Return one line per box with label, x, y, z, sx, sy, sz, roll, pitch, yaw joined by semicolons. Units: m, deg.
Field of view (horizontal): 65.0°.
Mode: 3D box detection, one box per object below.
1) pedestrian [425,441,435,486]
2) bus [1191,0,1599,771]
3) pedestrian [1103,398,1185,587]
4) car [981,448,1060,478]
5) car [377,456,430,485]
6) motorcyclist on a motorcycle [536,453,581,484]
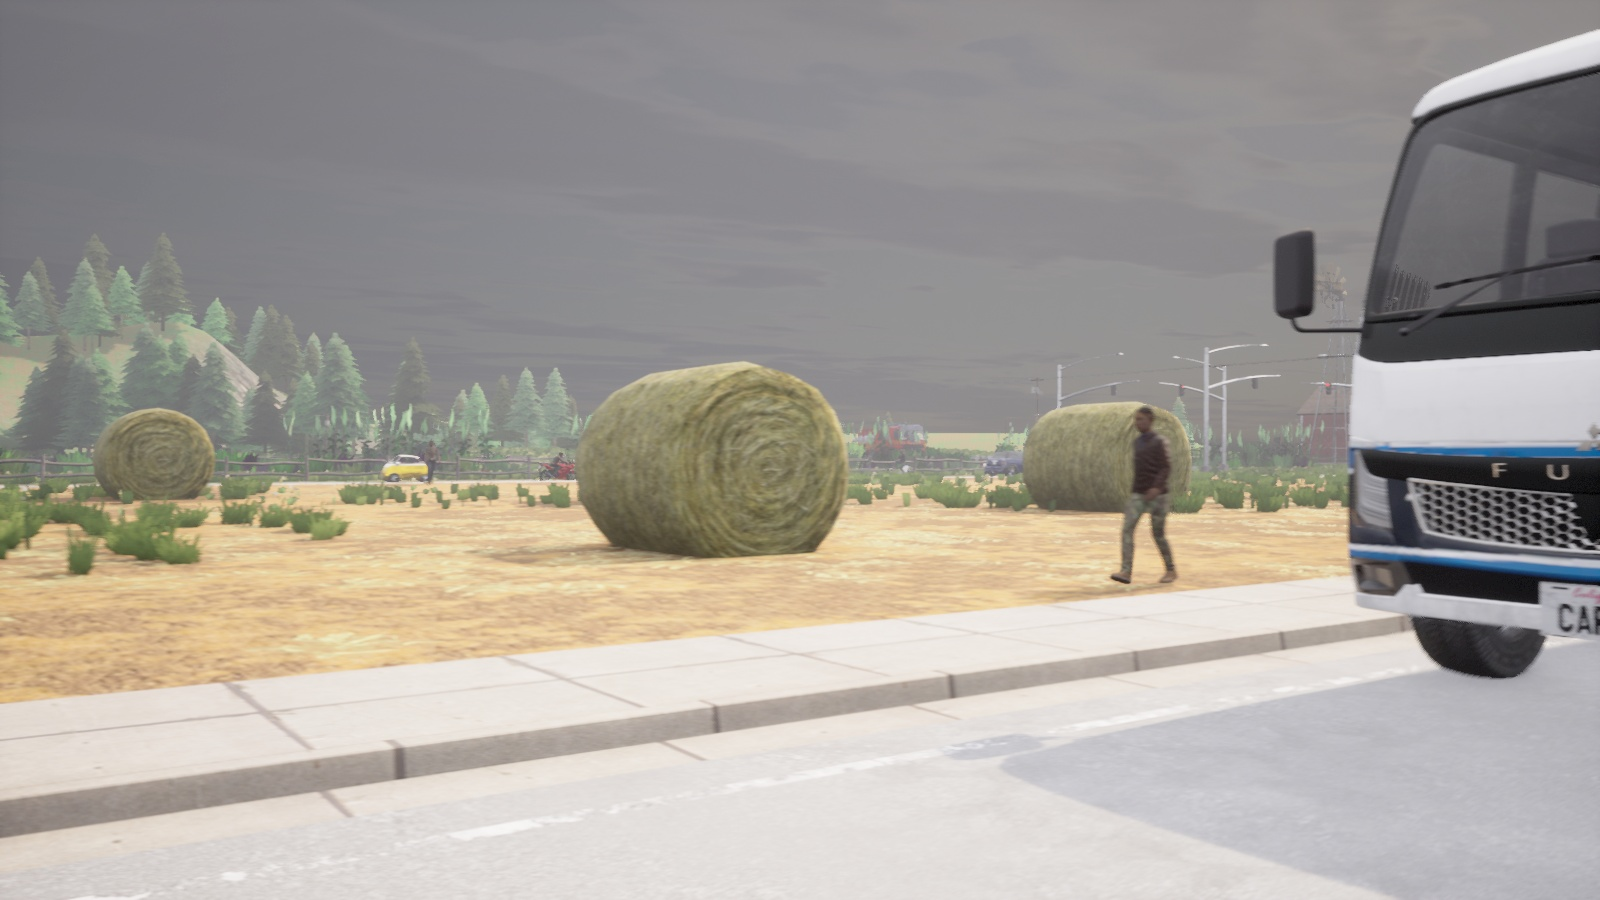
pedestrian;-14.945;0.558;50.732;0.328;1.805;0.869;0;0;-19
bus;7.766;-0.622;9.087;10.273;4.253;3.944;0;0;-35
pedestrian;3.453;0.415;12.589;0.703;1.840;0.431;0;0;-33
car;13.689;0.779;77.775;4.553;1.767;2.097;0;0;-31
car;-19.527;0.999;61.847;2.207;1.376;1.481;0;0;-31
motorcyclist on a motorcycle;-11.973;0.912;62.313;2.044;1.523;0.797;0;0;-31
